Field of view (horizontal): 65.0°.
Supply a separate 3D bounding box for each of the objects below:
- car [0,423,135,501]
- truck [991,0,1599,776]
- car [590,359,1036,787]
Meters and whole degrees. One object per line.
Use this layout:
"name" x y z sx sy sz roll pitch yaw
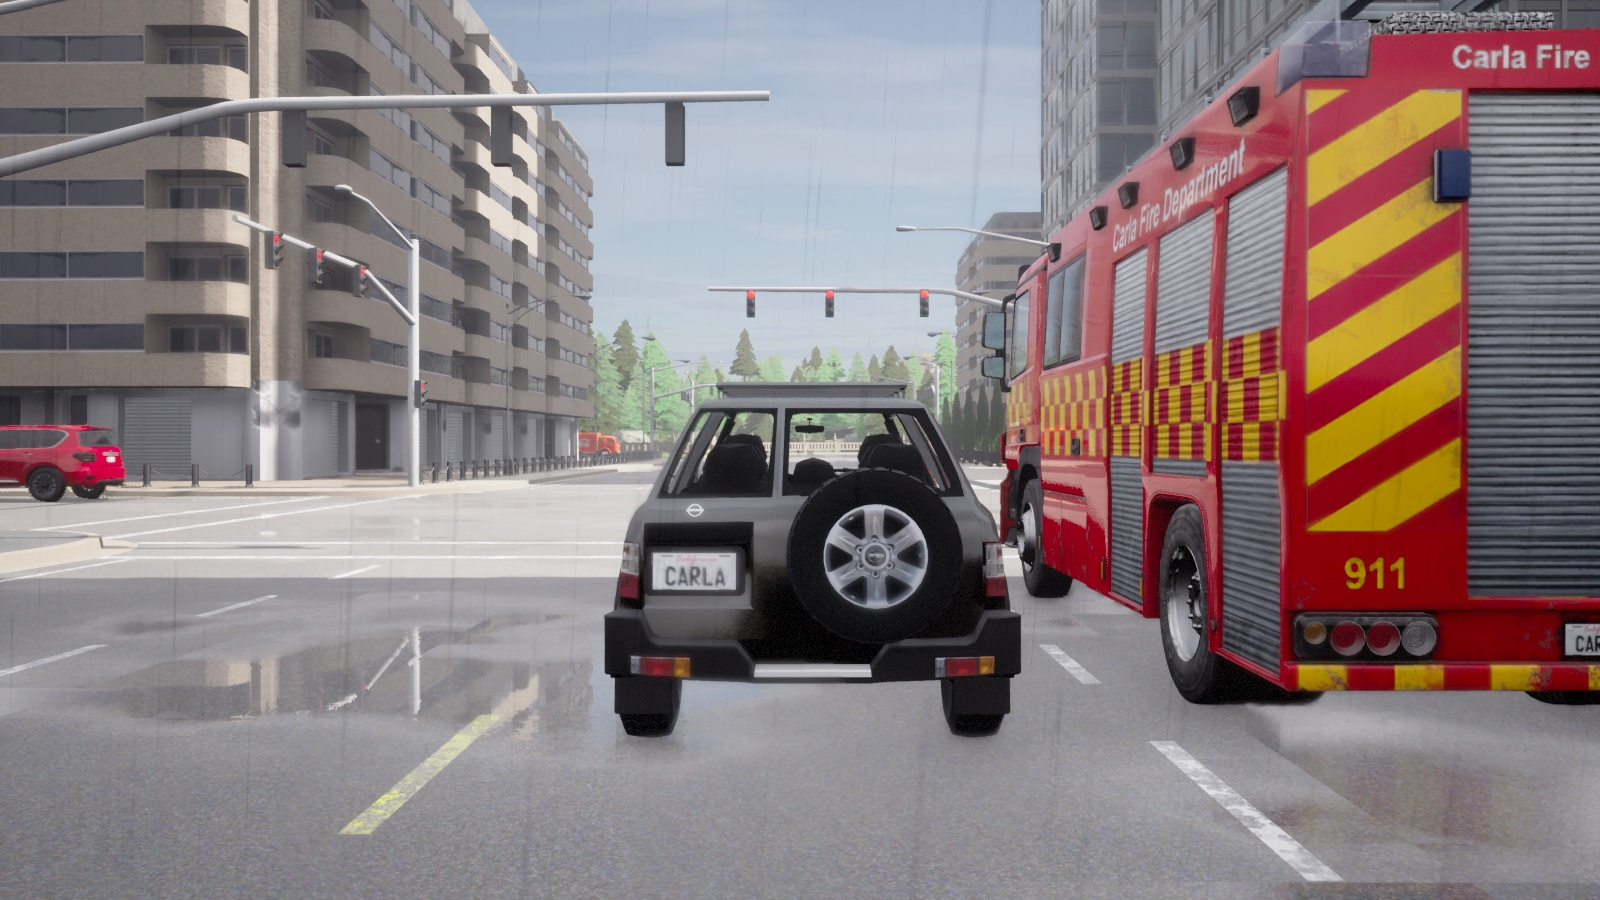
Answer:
"car" -21.315 0.312 33.934 5.566 2.045 2.150 0 0 1
"truck" 3.573 -0.471 9.880 2.891 3.827 8.468 0 0 0
"car" 0.061 0.520 7.741 1.932 1.855 4.605 0 0 0
